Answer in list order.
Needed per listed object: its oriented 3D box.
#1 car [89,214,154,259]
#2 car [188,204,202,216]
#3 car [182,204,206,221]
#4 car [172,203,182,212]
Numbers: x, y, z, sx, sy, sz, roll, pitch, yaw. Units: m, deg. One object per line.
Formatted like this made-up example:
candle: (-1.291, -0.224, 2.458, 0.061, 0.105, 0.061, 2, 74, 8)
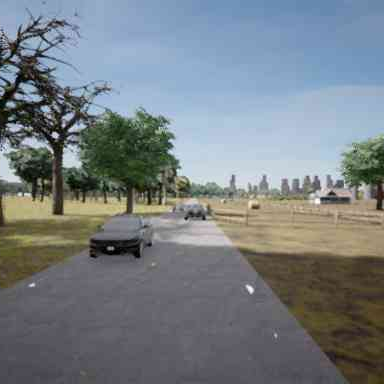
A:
car: (-2.751, 1.702, 13.855, 1.882, 1.535, 5.008, 0, -1, 0)
car: (0.417, 2.380, 45.018, 1.837, 1.490, 4.892, 0, -1, 1)
car: (0.354, 1.999, 34.828, 2.097, 1.767, 4.553, 0, -1, 1)
car: (-2.373, 2.672, 57.504, 2.128, 1.511, 4.902, 0, -2, 1)
